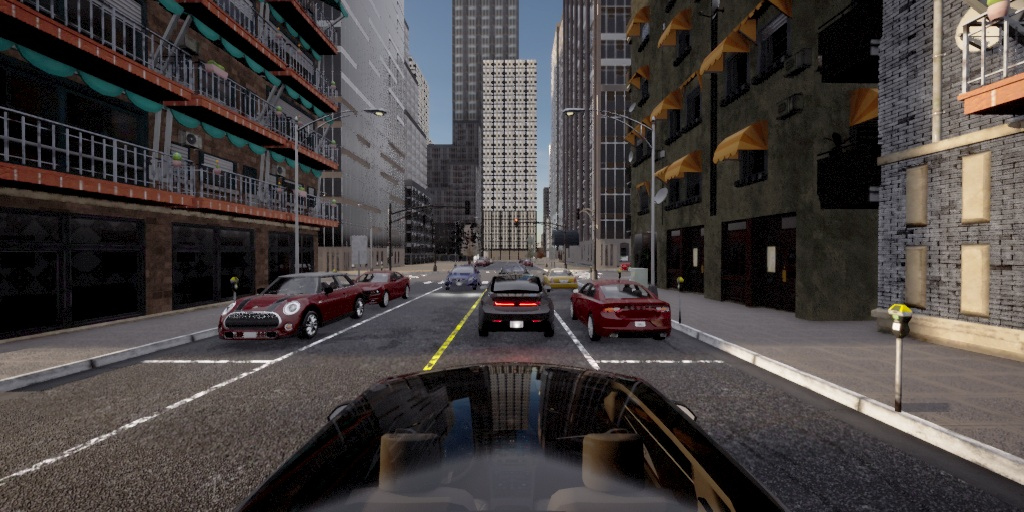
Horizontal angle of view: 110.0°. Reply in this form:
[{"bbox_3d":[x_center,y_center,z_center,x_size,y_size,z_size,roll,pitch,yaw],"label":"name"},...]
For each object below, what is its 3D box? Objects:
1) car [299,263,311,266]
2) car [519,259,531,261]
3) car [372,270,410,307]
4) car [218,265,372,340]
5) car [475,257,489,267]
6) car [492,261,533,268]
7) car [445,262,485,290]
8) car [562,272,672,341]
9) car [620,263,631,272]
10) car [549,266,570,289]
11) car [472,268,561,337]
[{"bbox_3d":[-23.799,1.495,39.642,4.097,1.591,1.967,0,0,0],"label":"car"},{"bbox_3d":[2.749,1.186,64.321,1.967,1.591,4.097,0,0,0],"label":"car"},{"bbox_3d":[-5.679,1.293,15.294,1.888,1.381,4.507,0,0,0],"label":"car"},{"bbox_3d":[-5.684,1.189,9.770,1.967,1.591,4.097,0,0,0],"label":"car"},{"bbox_3d":[-5.631,1.292,64.330,1.888,1.381,4.507,0,0,0],"label":"car"},{"bbox_3d":[0.116,1.239,20.433,2.128,1.511,4.902,0,0,0],"label":"car"},{"bbox_3d":[-2.980,1.301,22.535,1.812,1.442,4.674,0,0,0],"label":"car"},{"bbox_3d":[2.697,1.294,9.748,1.888,1.381,4.507,0,0,0],"label":"car"},{"bbox_3d":[14.299,1.005,39.926,4.507,1.381,1.888,0,0,0],"label":"car"},{"bbox_3d":[2.707,1.273,20.965,1.751,1.417,4.829,0,0,0],"label":"car"},{"bbox_3d":[0.108,1.253,10.299,1.837,1.490,4.892,0,0,0],"label":"car"}]
